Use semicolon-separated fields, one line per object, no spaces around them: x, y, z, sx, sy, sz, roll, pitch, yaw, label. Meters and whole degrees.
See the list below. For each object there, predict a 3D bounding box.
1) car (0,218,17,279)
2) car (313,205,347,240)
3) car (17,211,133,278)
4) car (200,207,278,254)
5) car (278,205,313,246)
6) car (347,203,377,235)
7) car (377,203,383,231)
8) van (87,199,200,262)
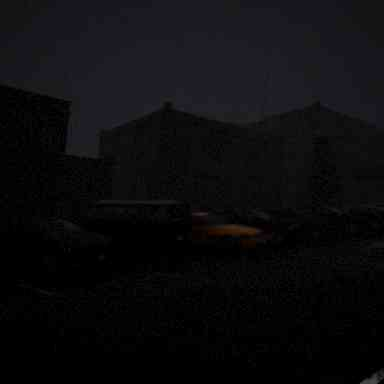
-6.802;1.345;8.412;4.553;1.767;2.185;-1;-1;34;car
5.049;1.532;17.117;4.792;1.488;2.163;-1;-1;34;car
-4.454;1.477;10.188;5.008;1.535;2.097;-1;-1;34;car
0.443;1.485;13.561;5.366;1.575;1.946;-1;-1;34;car
2.651;1.496;15.407;5.008;1.535;2.097;-1;-1;34;car
7.391;1.509;18.874;5.008;1.535;2.097;-1;-1;34;car
9.769;1.517;20.593;4.892;1.521;2.231;-1;-1;34;car
-2.179;1.259;11.993;4.442;1.987;1.878;-1;-1;34;van
